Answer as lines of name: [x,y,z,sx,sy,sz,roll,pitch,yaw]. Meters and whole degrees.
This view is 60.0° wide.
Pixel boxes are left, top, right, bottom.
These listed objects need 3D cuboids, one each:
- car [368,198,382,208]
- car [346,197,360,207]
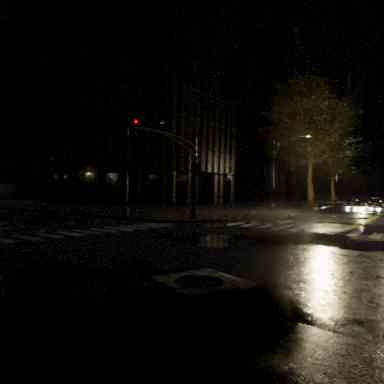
car: [30.112,1.721,54.592,2.128,1.511,4.902,1,0,30]
car: [27.302,1.657,56.225,2.128,1.511,4.902,1,0,30]
